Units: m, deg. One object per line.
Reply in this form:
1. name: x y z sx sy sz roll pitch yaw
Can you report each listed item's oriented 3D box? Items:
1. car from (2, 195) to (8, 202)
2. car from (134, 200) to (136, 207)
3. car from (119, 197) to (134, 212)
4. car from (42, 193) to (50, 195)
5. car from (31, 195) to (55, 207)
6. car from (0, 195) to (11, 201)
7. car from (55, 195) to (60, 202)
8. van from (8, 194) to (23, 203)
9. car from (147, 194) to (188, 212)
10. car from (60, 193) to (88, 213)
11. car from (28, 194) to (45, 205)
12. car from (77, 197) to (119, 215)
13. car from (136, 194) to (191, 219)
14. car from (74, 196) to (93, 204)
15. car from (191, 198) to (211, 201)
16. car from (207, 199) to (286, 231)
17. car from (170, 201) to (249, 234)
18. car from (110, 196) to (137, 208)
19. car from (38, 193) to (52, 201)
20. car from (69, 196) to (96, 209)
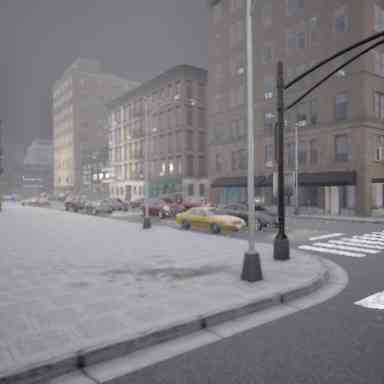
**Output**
1. car: -43.036 1.513 78.071 2.008 1.369 4.403 -1 1 -37
2. car: -6.208 1.383 41.951 1.947 1.339 4.313 -1 1 -37
3. car: -8.473 1.398 35.813 1.837 1.490 4.892 -1 1 -36
4. car: -33.218 1.411 78.311 1.947 1.339 4.313 -1 1 -37
5. car: -22.779 1.522 50.802 1.802 1.307 4.206 -1 1 -37
6. car: -46.413 1.532 82.617 1.947 1.339 4.313 -1 1 -37
7. car: -26.469 1.152 69.219 2.192 1.841 5.009 -1 1 -37
8. van: -36.286 1.296 68.979 1.690 1.788 3.998 -1 1 -37
9. car: -2.835 1.129 37.404 2.192 1.841 5.009 -1 1 -37
10. car: -12.653 1.246 37.164 2.192 1.841 5.009 -1 1 -37
11. car: -26.054 1.469 55.210 1.752 1.417 4.829 -1 1 -37
12. car: -9.274 1.478 32.621 2.008 1.369 4.403 -1 1 -37
13. car: -2.459 1.240 27.699 2.097 1.767 4.553 -1 1 -36
14. car: -19.713 1.381 60.131 2.008 1.369 4.403 -1 1 -37
15. car: 0.543 1.251 32.859 1.967 1.590 4.097 -1 1 -37
16. car: 3.312 1.387 19.916 1.837 1.490 4.892 -1 1 -38
17. car: 0.957 1.444 18.849 1.752 1.417 4.829 -1 1 -37
18. car: -9.686 1.346 46.632 1.752 1.417 4.829 -1 1 -37
19. car: -36.598 1.164 82.855 2.192 1.841 5.009 -1 1 -37
20. car: -14.590 1.376 44.123 1.882 1.535 5.008 -1 1 -36
